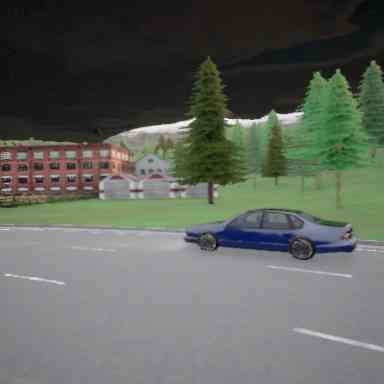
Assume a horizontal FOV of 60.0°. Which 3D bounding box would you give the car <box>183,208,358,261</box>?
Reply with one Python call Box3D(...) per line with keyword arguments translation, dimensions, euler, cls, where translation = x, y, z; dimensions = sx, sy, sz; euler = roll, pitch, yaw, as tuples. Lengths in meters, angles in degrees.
Box3D(translation=(2.374, 1.239, 10.821), dimensions=(5.357, 1.411, 2.033), euler=(0, 1, 29), cls="car")
